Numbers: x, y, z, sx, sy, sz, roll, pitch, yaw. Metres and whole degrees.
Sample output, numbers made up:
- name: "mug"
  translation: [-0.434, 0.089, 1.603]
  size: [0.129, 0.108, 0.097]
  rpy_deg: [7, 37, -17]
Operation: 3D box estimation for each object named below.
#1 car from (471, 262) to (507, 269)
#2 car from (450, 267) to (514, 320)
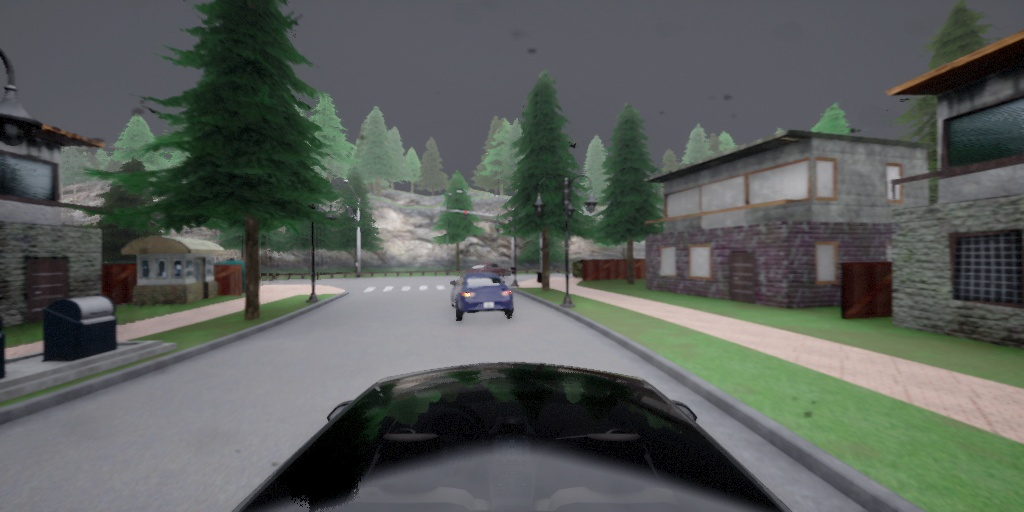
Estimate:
- name: "car"
  translation: [-1.901, 1.203, 28.441]
  size: [1.812, 1.442, 4.674]
  rpy_deg: [-1, 2, 26]
- name: "car"
  translation: [-1.171, 1.293, 12.761]
  size: [1.812, 1.442, 4.674]
  rpy_deg: [-1, 0, -13]
